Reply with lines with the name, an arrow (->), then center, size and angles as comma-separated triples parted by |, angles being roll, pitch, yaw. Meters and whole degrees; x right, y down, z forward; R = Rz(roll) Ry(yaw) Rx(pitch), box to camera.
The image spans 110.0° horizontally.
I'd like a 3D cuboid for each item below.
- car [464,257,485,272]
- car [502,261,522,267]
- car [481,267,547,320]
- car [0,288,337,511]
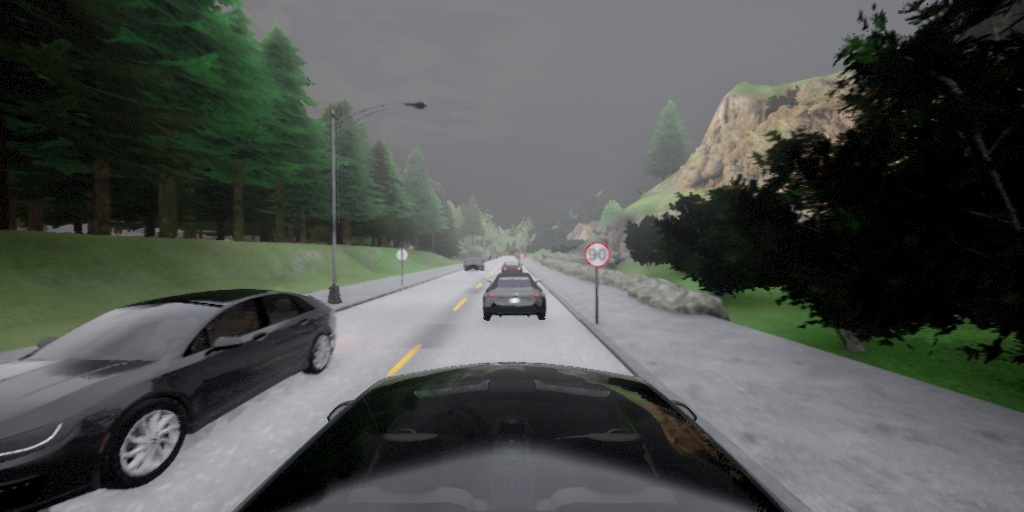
car -> -4.202, 0.866, 40.866 | 2.097, 1.767, 4.553 | 0, 0, 0
car -> 0.003, 1.143, 33.603 | 1.895, 1.301, 4.718 | 0, 0, 0
car -> 0.070, 1.244, 12.355 | 1.994, 1.385, 4.181 | 0, 0, 0
car -> -4.104, 1.253, 4.654 | 1.837, 1.490, 4.892 | 0, 1, 0
